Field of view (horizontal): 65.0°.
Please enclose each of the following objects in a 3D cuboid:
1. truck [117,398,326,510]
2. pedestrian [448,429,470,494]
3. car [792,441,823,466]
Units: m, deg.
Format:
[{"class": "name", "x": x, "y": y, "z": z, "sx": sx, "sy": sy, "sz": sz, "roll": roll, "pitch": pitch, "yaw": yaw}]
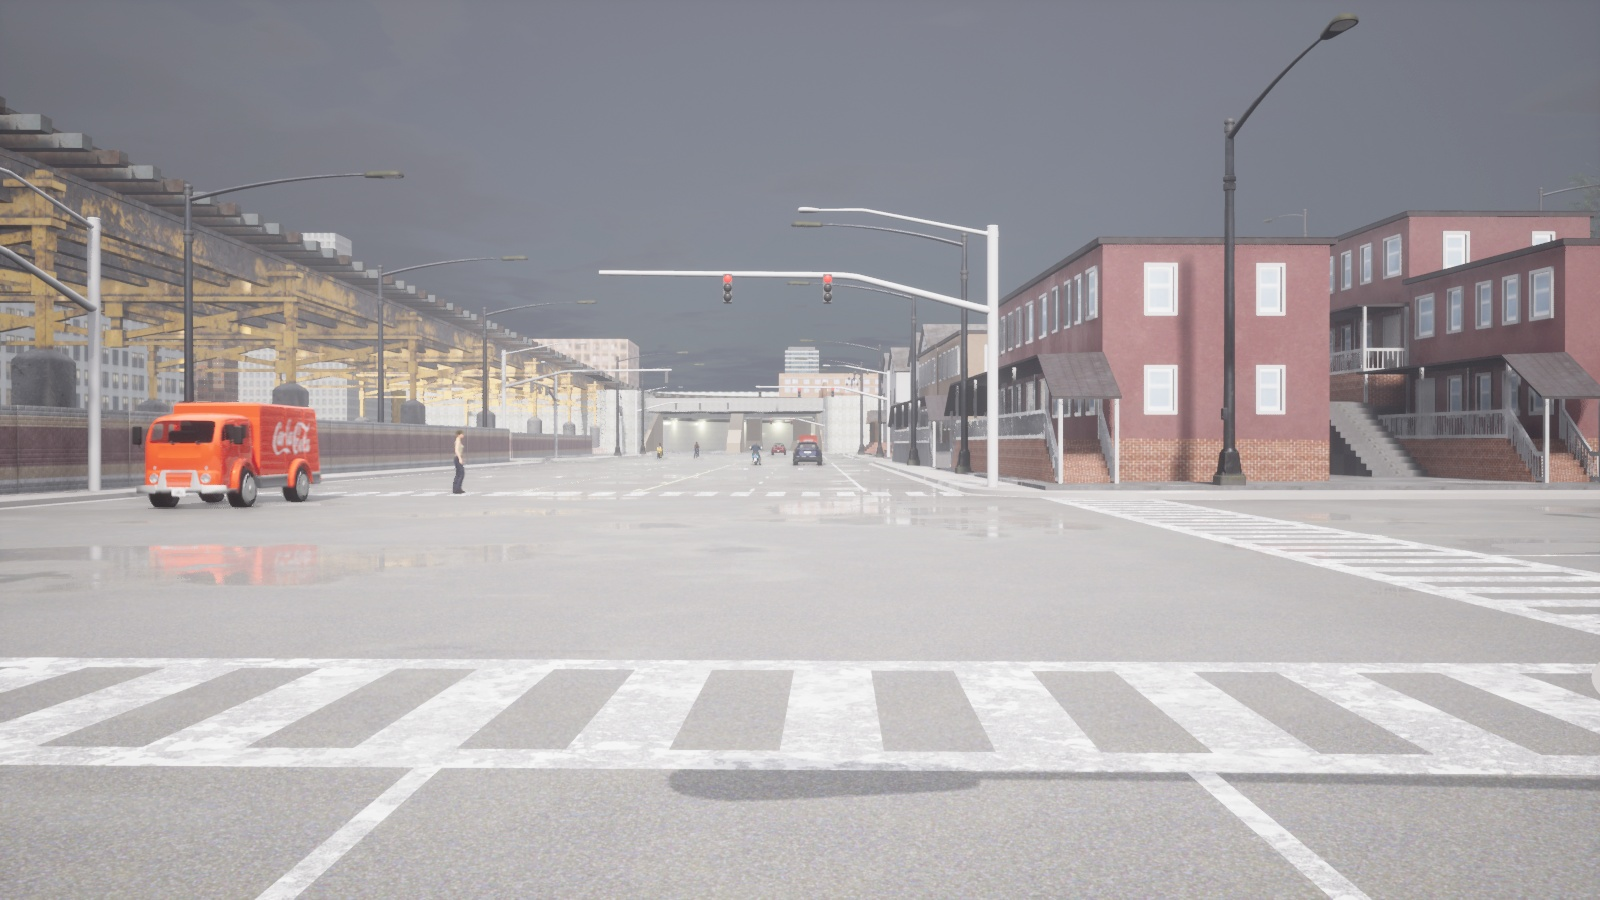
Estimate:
[{"class": "truck", "x": -13.804, "y": 0.077, "z": 30.437, "sx": 2.627, "sy": 2.467, "sz": 5.204, "roll": 0, "pitch": 0, "yaw": 0}, {"class": "pedestrian", "x": -9.734, "y": 0.321, "z": 35.821, "sx": 0.594, "sy": 1.836, "sz": 0.345, "roll": 0, "pitch": 0, "yaw": -18}, {"class": "car", "x": 0.515, "y": 0.201, "z": 84.301, "sx": 2.033, "sy": 1.649, "sz": 4.856, "roll": 0, "pitch": 0, "yaw": 0}]
